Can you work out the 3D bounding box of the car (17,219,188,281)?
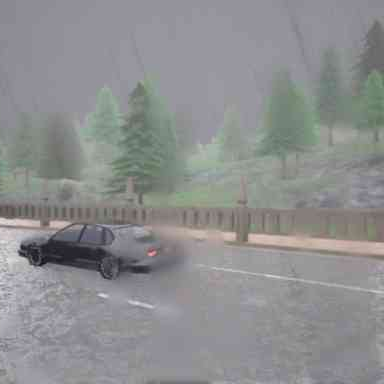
[{"bbox_3d":[-2.754,1.528,9.715,5.357,1.411,2.033,0,0,31],"label":"car"}]
